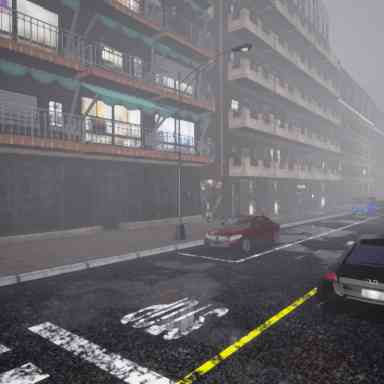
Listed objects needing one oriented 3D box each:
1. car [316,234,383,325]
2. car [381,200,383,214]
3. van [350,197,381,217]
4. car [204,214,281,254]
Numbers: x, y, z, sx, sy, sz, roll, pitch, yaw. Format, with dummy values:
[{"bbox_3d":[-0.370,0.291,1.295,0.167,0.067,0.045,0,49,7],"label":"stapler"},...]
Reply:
[{"bbox_3d":[4.065,1.561,6.738,1.994,1.385,4.181,0,0,38],"label":"car"},{"bbox_3d":[19.597,1.567,35.429,1.802,1.307,4.206,-1,-1,38],"label":"car"},{"bbox_3d":[16.075,1.327,30.994,1.690,1.788,3.998,-1,-1,38],"label":"van"},{"bbox_3d":[2.189,1.573,13.491,1.802,1.307,4.206,-1,-1,38],"label":"car"}]
